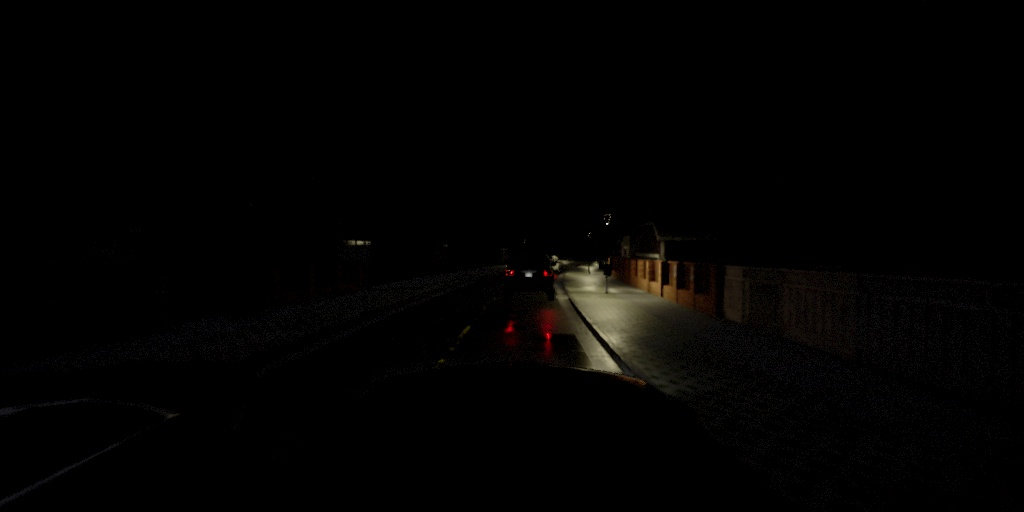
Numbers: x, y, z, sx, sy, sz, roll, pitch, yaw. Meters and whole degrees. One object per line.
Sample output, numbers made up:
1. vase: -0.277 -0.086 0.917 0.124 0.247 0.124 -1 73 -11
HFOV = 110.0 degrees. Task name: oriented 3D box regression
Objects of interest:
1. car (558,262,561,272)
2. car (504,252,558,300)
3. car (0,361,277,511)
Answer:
1. car: 3.935 1.010 37.210 1.812 1.442 4.674 0 0 12
2. car: 0.903 0.850 17.101 2.150 2.045 5.566 0 0 5
3. car: -2.625 1.244 0.559 2.128 1.511 4.902 0 1 0
